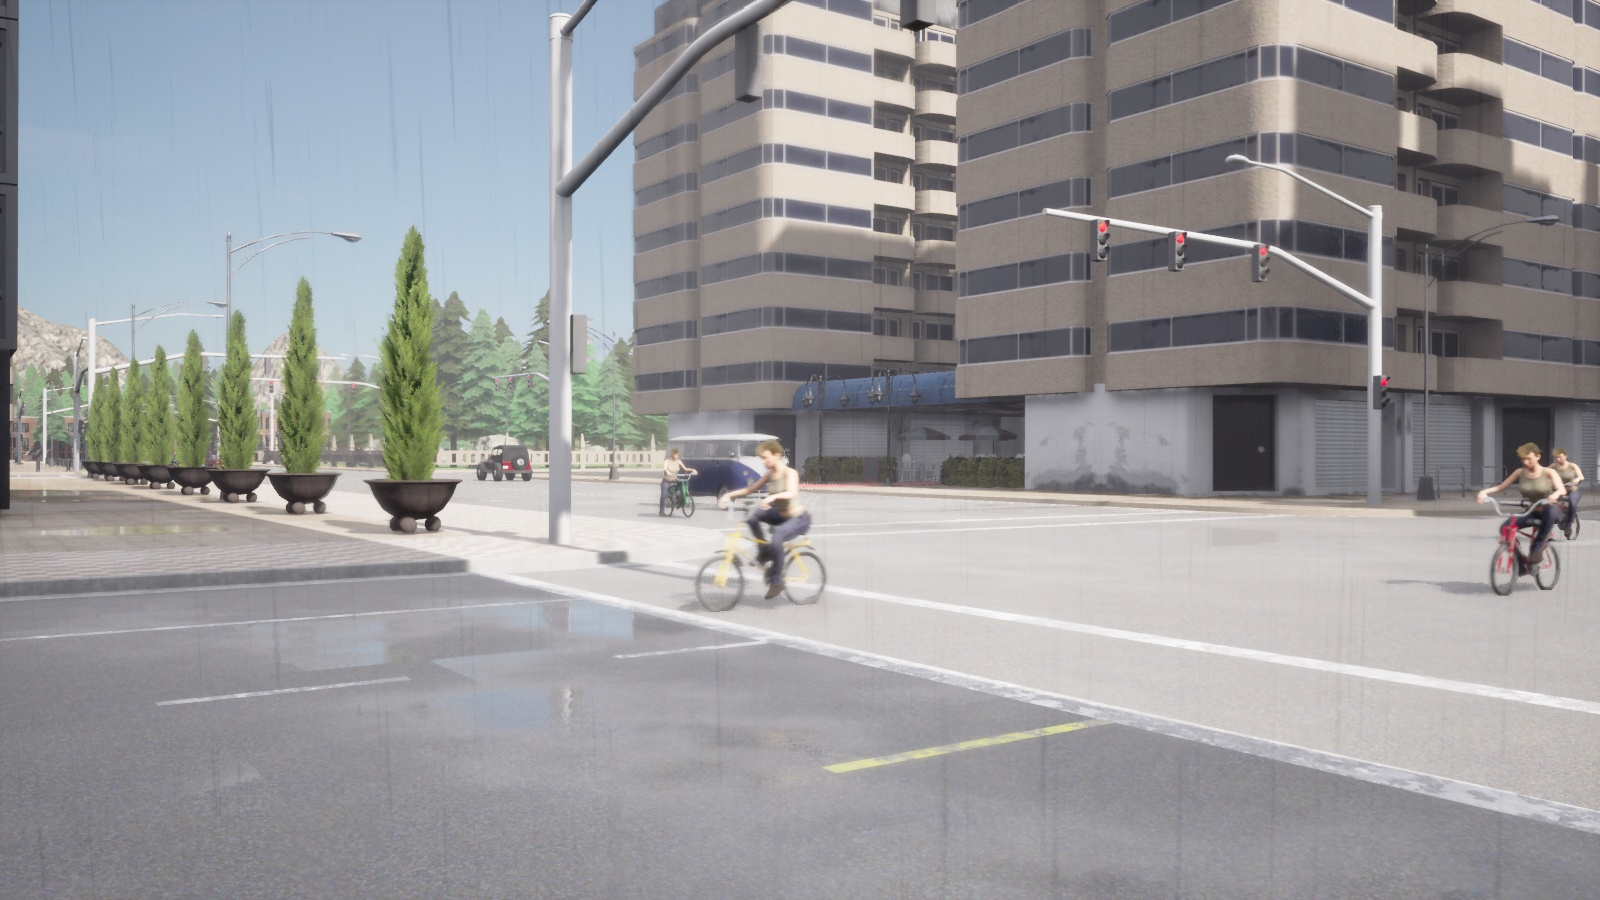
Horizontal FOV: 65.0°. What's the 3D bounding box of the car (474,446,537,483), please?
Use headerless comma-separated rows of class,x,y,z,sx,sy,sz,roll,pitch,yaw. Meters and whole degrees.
car,-15.399,0.734,65.583,1.905,1.878,3.866,0,0,-34

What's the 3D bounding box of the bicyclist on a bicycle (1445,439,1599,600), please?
bicyclist on a bicycle,7.691,0.698,13.363,1.509,1.612,0.866,0,0,-35

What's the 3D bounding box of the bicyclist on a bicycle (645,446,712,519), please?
bicyclist on a bicycle,-2.787,0.756,28.734,0.866,1.612,1.509,0,-2,-35

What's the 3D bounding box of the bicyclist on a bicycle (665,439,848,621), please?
bicyclist on a bicycle,-0.410,0.711,11.933,1.509,1.612,0.866,0,0,-35

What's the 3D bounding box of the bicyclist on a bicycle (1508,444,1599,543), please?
bicyclist on a bicycle,12.779,0.706,21.220,1.509,1.612,0.866,0,0,-35

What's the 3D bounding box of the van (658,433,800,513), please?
van,-1.986,0.584,33.753,1.775,1.987,4.442,0,0,-35
